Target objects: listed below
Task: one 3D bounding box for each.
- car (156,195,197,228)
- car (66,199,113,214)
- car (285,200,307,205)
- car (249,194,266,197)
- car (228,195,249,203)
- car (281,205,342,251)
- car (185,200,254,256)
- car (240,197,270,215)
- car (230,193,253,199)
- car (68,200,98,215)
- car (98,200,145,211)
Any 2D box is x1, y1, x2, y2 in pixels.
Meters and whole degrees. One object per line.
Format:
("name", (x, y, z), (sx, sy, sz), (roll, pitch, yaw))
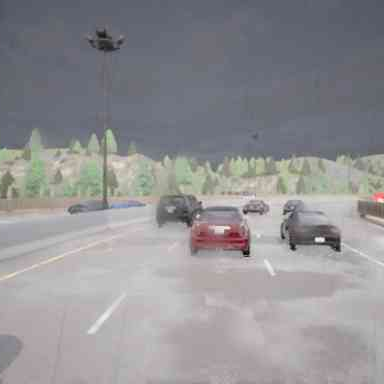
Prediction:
("car", (-0.654, 1.191, 22.095), (2.150, 2.045, 5.566), (0, 0, 13))
("car", (-11.090, 1.541, 36.455), (2.033, 1.411, 5.357), (0, 0, 20))
("car", (10.129, 1.472, 32.688), (2.033, 1.411, 5.357), (0, 0, 23))
("car", (13.632, 1.510, 64.928), (1.895, 1.301, 4.718), (0, 0, 40))
("car", (10.012, 1.469, 71.447), (2.128, 1.511, 4.902), (0, 0, 40))
("car", (4.828, 1.498, 13.877), (1.812, 1.442, 4.674), (0, 0, 9))
("car", (1.202, 1.330, 13.176), (2.097, 1.767, 4.553), (0, 0, 8))
("car", (6.401, 1.486, 32.804), (2.033, 1.411, 5.357), (0, 0, 22))
("car", (10.524, 1.154, 66.713), (2.150, 2.045, 5.566), (-1, 0, 40))
("car", (-9.309, 1.550, 30.566), (1.994, 1.385, 4.181), (0, 0, 17))
("car", (-5.929, 1.455, 29.721), (1.882, 1.535, 5.008), (0, 0, 18))
